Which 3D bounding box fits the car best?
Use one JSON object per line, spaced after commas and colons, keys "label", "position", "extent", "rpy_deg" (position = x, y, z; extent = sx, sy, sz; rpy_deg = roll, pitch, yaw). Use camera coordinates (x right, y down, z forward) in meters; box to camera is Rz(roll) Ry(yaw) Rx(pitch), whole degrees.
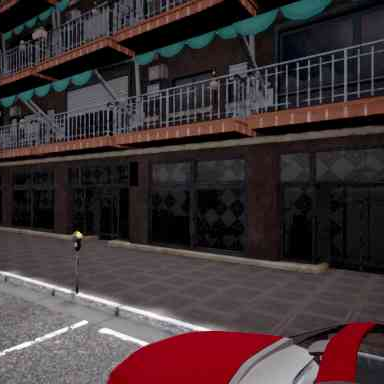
{"label": "car", "position": [1.155, 1.582, 2.060], "extent": [4.206, 1.307, 1.802], "rpy_deg": [0, 0, 35]}
